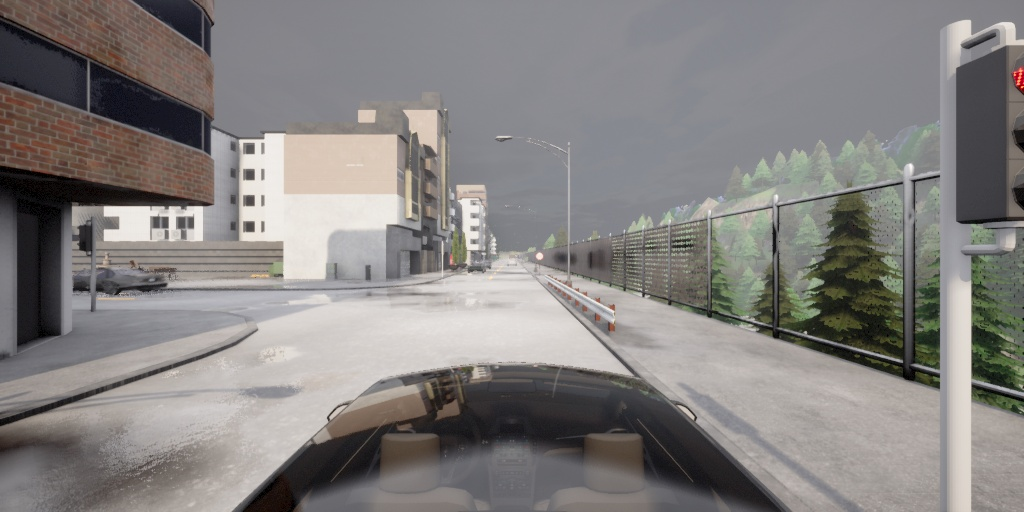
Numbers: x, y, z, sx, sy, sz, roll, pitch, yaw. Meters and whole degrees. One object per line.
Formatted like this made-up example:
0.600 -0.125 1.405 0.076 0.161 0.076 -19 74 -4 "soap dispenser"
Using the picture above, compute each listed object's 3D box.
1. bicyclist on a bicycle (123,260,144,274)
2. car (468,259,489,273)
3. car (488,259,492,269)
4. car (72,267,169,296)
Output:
-24.284 1.099 23.067 0.582 1.620 1.656 0 0 0 "bicyclist on a bicycle"
-4.099 1.351 42.420 1.895 1.301 4.718 0 0 0 "car"
-4.090 1.241 54.256 2.128 1.511 4.902 0 0 0 "car"
-21.289 1.297 18.763 5.357 1.411 2.033 0 0 1 "car"
